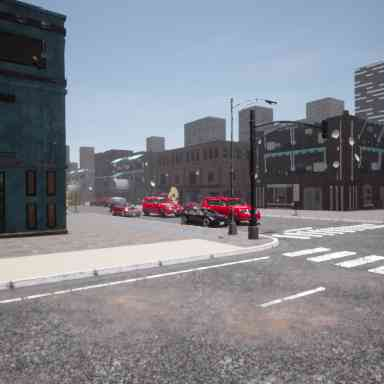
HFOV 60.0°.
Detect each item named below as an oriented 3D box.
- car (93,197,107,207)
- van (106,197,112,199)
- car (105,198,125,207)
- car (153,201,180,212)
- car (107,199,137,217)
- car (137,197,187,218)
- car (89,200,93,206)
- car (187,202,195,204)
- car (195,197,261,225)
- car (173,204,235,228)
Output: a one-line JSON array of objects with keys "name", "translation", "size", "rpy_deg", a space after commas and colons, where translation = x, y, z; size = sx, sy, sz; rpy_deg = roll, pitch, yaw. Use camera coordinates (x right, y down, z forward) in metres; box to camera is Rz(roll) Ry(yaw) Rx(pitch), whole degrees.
[{"name": "car", "translation": [-16.432, 1.940, 63.449], "size": [2.192, 1.841, 5.009], "rpy_deg": [-1, 0, -36]}, {"name": "van", "translation": [-13.214, 1.907, 58.946], "size": [1.690, 1.788, 3.998], "rpy_deg": [-1, 0, -36]}, {"name": "car", "translation": [-9.342, 1.968, 43.613], "size": [1.837, 1.490, 4.892], "rpy_deg": [-1, 0, -35]}, {"name": "car", "translation": [-3.555, 1.966, 45.434], "size": [1.802, 1.307, 4.206], "rpy_deg": [-2, 0, -36]}, {"name": "car", "translation": [-7.159, 1.846, 36.057], "size": [1.967, 1.590, 4.097], "rpy_deg": [-1, 0, -36]}, {"name": "car", "translation": [-3.253, 1.566, 35.060], "size": [2.150, 2.045, 5.566], "rpy_deg": [-1, 0, -35]}, {"name": "car", "translation": [-19.644, 2.228, 67.954], "size": [1.887, 1.381, 4.507], "rpy_deg": [-1, 0, -36]}, {"name": "car", "translation": [-0.338, 1.904, 40.931], "size": [1.802, 1.307, 4.206], "rpy_deg": [-2, 0, -36]}, {"name": "car", "translation": [2.901, 1.445, 26.472], "size": [2.150, 2.045, 5.566], "rpy_deg": [-1, 0, -34]}, {"name": "car", "translation": [0.811, 1.814, 24.695], "size": [1.947, 1.339, 4.313], "rpy_deg": [-2, 0, -36]}]
